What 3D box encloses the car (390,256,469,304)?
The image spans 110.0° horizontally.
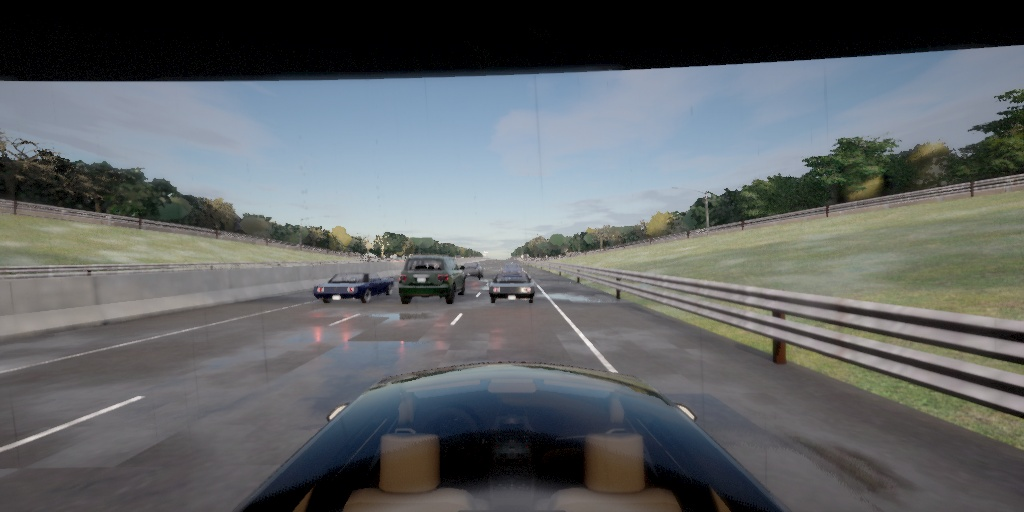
[{"bbox_3d":[-3.500,1.021,16.535,2.150,2.045,5.566,0,0,0],"label":"car"}]

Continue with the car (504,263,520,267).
[{"bbox_3d":[0.000,1.360,31.506,2.033,1.411,5.357,0,0,0],"label":"car"}]

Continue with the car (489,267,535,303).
[{"bbox_3d":[0.000,1.380,16.533,1.895,1.301,4.718,0,0,0],"label":"car"}]

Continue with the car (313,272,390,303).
[{"bbox_3d":[-7.000,1.379,16.533,1.895,1.301,4.718,0,0,0],"label":"car"}]

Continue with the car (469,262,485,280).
[{"bbox_3d":[-3.500,1.291,31.507,2.128,1.511,4.902,0,0,0],"label":"car"}]
